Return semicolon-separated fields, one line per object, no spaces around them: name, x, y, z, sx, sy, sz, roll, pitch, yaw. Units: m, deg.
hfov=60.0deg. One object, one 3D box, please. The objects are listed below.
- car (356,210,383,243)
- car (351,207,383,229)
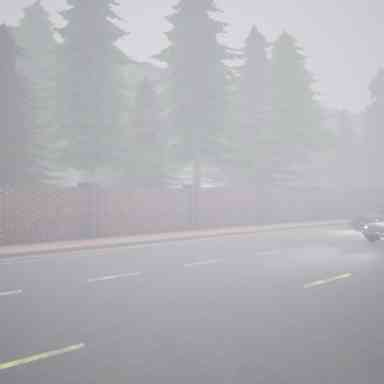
car;9.759;1.613;14.979;4.718;1.301;1.895;0;0;-32
car;11.490;1.579;19.851;4.181;1.385;1.994;0;0;-28
